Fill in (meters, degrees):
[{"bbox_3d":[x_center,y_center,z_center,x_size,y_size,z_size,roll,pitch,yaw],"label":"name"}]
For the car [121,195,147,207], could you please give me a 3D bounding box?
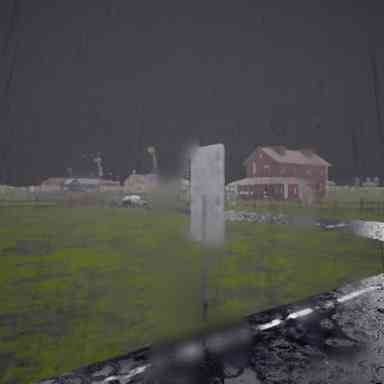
[{"bbox_3d":[-7.432,1.127,42.129,1.812,1.442,4.674,0,1,-35],"label":"car"}]
